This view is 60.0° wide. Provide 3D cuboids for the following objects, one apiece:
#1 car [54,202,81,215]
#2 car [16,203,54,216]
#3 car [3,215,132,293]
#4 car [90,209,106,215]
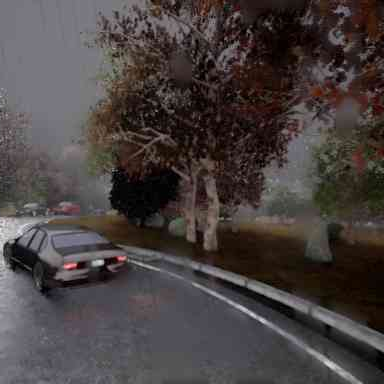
[{"bbox_3d":[-18.011,2.395,48.252,2.150,2.045,5.566,0,-4,2],"label":"car"},{"bbox_3d":[-18.325,2.079,38.449,1.837,1.490,4.892,0,-3,2],"label":"car"},{"bbox_3d":[-3.667,1.599,9.138,2.033,1.411,5.357,0,0,-40],"label":"car"},{"bbox_3d":[-17.536,3.918,62.207,1.994,1.385,4.181,0,-5,2],"label":"car"}]
